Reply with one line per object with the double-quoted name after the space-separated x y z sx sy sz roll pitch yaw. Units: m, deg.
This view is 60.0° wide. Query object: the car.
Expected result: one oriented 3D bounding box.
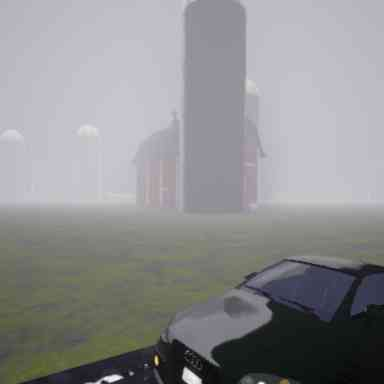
1.645 1.572 4.210 4.181 1.385 1.994 0 0 -34 "car"
